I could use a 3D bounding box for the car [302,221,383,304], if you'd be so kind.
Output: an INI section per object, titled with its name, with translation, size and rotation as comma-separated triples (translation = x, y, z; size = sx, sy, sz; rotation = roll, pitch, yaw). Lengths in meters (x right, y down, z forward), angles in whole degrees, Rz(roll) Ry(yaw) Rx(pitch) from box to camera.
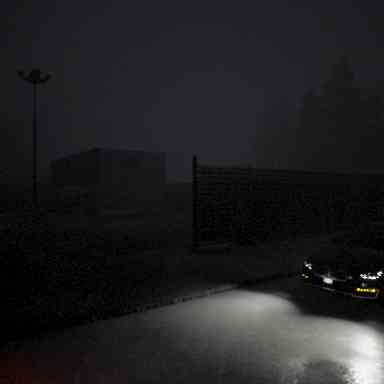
[car]
translation = 4.644, 1.498, 7.894
size = 4.892, 1.490, 1.837
rotation = 0, 0, -35
